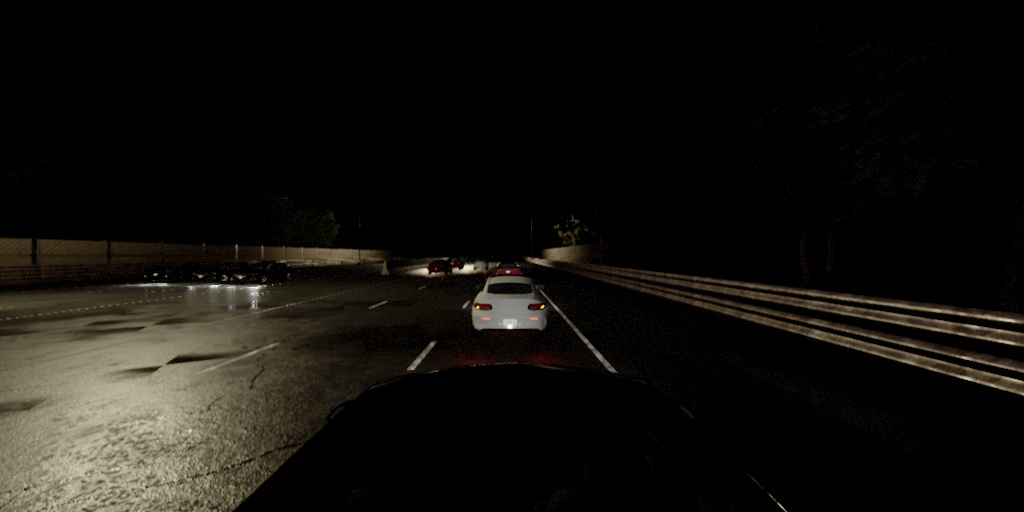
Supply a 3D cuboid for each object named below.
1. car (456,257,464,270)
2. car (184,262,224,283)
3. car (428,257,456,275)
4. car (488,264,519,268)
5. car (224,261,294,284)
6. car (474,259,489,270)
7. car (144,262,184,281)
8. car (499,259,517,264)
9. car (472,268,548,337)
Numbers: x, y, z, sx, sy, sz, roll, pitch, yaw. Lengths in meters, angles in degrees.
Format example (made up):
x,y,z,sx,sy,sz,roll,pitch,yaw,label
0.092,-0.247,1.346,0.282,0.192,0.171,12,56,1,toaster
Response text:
x,y,z,sx,sy,sz,roll,pitch,yaw,label
-7.610,0.954,47.922,2.097,1.767,4.553,0,0,-1,car
-21.380,1.169,26.966,1.837,1.490,4.892,0,0,-1,car
-7.389,1.111,37.235,1.882,1.535,5.008,0,0,-1,car
-0.163,1.292,19.180,1.895,1.301,4.718,0,0,-1,car
-17.859,1.173,25.944,1.837,1.490,4.892,0,0,-1,car
-4.124,1.125,48.547,1.812,1.442,4.674,0,0,-1,car
-24.876,1.138,26.969,1.994,1.385,4.181,0,-1,-1,car
-0.354,1.219,30.375,1.994,1.385,4.181,0,0,-1,car
-0.057,1.246,10.008,1.812,1.442,4.674,0,0,0,car
